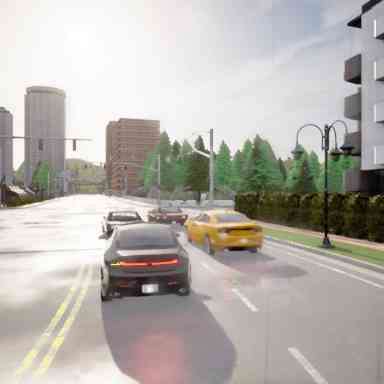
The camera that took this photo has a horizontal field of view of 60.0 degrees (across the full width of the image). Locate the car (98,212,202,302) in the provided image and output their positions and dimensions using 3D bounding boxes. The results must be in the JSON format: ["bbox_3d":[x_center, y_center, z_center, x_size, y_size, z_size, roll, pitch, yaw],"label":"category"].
[{"bbox_3d":[-1.269,1.505,8.411,1.837,1.490,4.892,0,0,-12],"label":"car"}]

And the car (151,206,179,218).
[{"bbox_3d":[-1.799,1.600,22.784,1.895,1.301,4.718,0,0,-18],"label":"car"}]

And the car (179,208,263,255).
[{"bbox_3d":[1.077,1.477,13.476,1.882,1.535,5.008,0,0,-15],"label":"car"}]

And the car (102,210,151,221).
[{"bbox_3d":[-3.631,1.600,17.228,1.895,1.301,4.718,0,0,-18],"label":"car"}]
